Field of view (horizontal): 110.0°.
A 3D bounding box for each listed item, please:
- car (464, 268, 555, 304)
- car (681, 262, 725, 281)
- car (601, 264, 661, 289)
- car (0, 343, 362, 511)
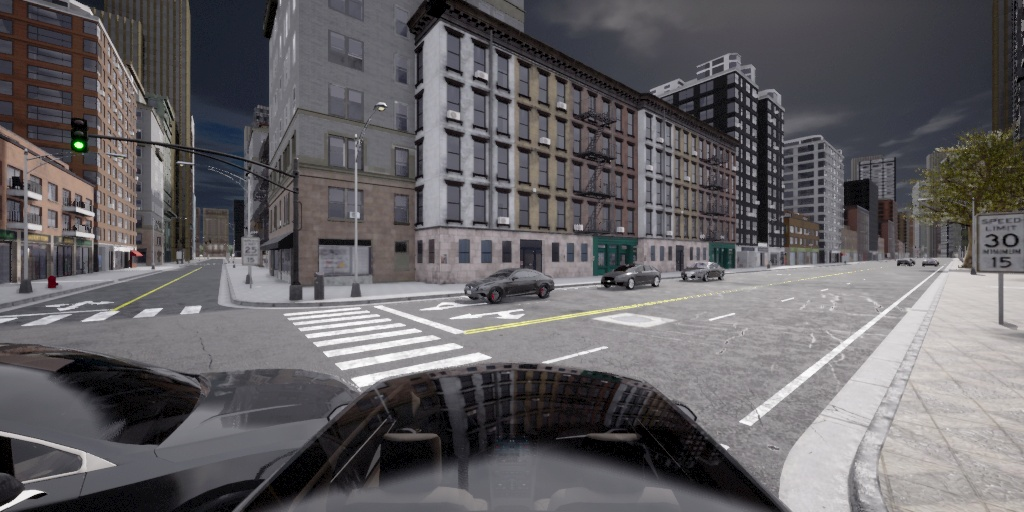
[{"bbox_3d":[-0.011,1.287,16.765,4.674,1.442,1.812,0,0,-39],"label":"car"},{"bbox_3d":[15.710,1.236,29.435,4.902,1.511,2.128,0,0,-39],"label":"car"},{"bbox_3d":[7.690,1.259,22.977,4.892,1.490,1.837,0,0,-39],"label":"car"},{"bbox_3d":[-3.219,1.257,1.799,4.892,1.490,1.837,0,0,-34],"label":"car"}]
